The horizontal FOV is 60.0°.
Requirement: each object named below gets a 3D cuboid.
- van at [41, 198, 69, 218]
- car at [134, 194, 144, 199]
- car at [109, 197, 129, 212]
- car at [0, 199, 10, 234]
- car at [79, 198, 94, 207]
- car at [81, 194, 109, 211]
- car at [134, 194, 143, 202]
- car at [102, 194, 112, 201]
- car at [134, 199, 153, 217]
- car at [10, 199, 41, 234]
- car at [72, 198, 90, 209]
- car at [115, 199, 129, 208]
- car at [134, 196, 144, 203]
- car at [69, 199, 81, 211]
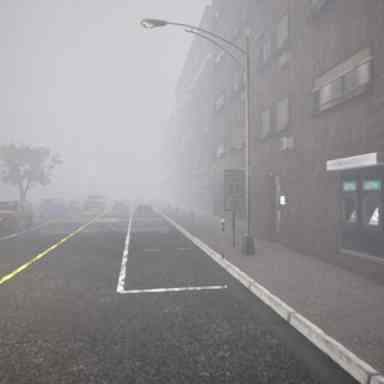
[{"bbox_3d":[-12.967,1.430,30.992,1.690,1.788,3.998,0,0,-10],"label":"van"},{"bbox_3d":[-10.465,1.575,65.824,1.967,1.590,4.097,0,0,-10],"label":"car"},{"bbox_3d":[-8.894,1.627,41.203,1.812,1.442,4.674,0,0,-10],"label":"car"},{"bbox_3d":[-10.090,1.364,14.298,2.192,1.841,5.009,0,0,-10],"label":"car"},{"bbox_3d":[-16.803,1.710,53.249,1.802,1.307,4.206,0,0,-10],"label":"car"},{"bbox_3d":[-12.158,1.328,42.094,2.150,2.045,5.566,0,0,-10],"label":"car"},{"bbox_3d":[-13.339,1.467,82.516,2.192,1.841,5.009,1,0,-10],"label":"car"},{"bbox_3d":[-23.512,1.483,92.201,2.192,1.841,5.009,1,0,-10],"label":"car"},{"bbox_3d":[-4.713,1.631,32.433,2.008,1.369,4.403,0,0,-10],"label":"car"},{"bbox_3d":[-11.049,1.378,19.863,2.192,1.841,5.009,0,0,-10],"label":"car"},{"bbox_3d":[-15.815,1.645,47.517,1.752,1.417,4.829,0,0,-10],"label":"car"},{"bbox_3d":[-10.633,1.719,51.056,1.895,1.301,4.718,0,0,-9],"label":"car"},{"bbox_3d":[-11.423,1.581,71.388,1.967,1.590,4.097,0,0,-10],"label":"car"},{"bbox_3d":[-14.886,1.692,42.121,1.802,1.307,4.206,0,0,-10],"label":"car"}]
